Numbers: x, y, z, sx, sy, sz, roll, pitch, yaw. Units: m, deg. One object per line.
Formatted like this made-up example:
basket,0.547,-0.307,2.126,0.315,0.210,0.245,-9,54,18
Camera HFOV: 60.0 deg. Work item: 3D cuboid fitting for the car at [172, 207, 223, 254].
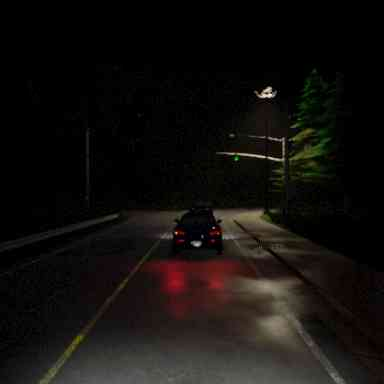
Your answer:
car,0.246,1.533,13.368,1.812,1.442,4.674,0,0,2

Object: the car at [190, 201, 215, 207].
car,0.826,1.508,27.262,2.128,1.511,4.902,0,0,6
